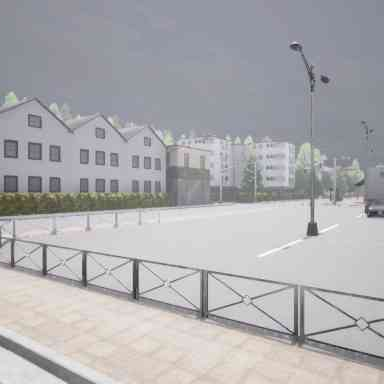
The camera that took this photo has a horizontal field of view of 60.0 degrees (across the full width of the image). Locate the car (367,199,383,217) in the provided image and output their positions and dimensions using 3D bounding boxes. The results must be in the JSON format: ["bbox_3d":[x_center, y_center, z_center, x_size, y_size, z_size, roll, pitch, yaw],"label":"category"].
[{"bbox_3d":[15.406,1.298,26.817,2.007,1.523,4.514,0,0,35],"label":"car"}]
